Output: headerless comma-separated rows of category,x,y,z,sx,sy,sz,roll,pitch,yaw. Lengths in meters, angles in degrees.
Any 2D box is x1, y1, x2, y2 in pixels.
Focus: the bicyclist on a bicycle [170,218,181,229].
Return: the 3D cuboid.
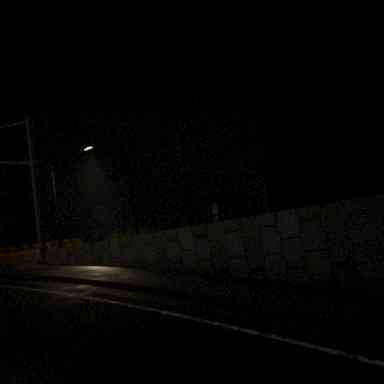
bicyclist on a bicycle,-1.318,2.911,27.267,1.656,1.620,0.582,-14,-8,35
